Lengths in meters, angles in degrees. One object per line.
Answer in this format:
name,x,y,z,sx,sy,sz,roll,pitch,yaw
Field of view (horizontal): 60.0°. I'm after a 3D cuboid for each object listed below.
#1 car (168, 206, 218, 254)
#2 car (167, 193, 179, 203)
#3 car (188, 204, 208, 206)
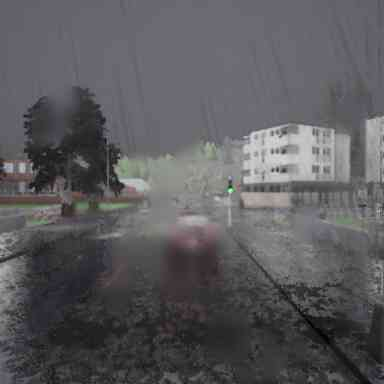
car,0.049,1.528,13.424,1.812,1.442,4.674,0,0,1
car,-4.002,1.237,70.565,2.150,2.045,5.566,0,0,0
car,0.543,1.605,27.083,1.895,1.301,4.718,0,0,10
